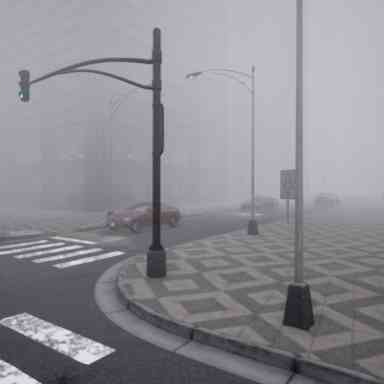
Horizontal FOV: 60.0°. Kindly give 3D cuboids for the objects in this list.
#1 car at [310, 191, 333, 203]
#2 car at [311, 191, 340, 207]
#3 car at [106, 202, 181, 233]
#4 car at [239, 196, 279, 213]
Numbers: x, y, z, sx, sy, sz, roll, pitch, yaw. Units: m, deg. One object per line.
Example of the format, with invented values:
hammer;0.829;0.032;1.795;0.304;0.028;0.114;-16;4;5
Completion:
car;18.255;0.651;46.771;1.882;1.535;5.008;0;1;36
car;15.024;0.856;36.948;1.812;1.442;4.674;0;1;36
car;-2.478;1.266;18.046;1.812;1.442;4.674;0;1;36
car;6.194;1.039;30.130;2.033;1.411;5.357;0;1;36
